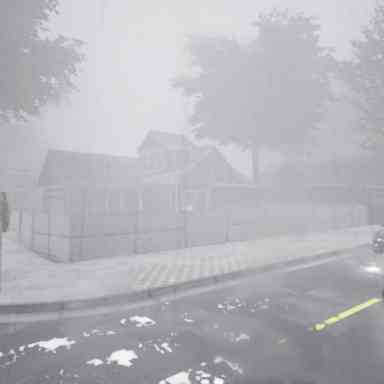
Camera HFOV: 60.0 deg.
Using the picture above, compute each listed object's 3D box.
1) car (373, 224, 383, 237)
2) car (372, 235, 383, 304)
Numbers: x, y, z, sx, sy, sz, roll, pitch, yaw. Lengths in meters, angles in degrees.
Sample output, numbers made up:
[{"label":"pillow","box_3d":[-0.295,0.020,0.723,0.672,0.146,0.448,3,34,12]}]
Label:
[{"label":"car","box_3d":[8.816,1.644,13.012,4.892,1.490,1.837,1,-1,-39]},{"label":"car","box_3d":[5.861,1.610,6.919,5.357,1.411,2.033,1,-1,-39]}]
